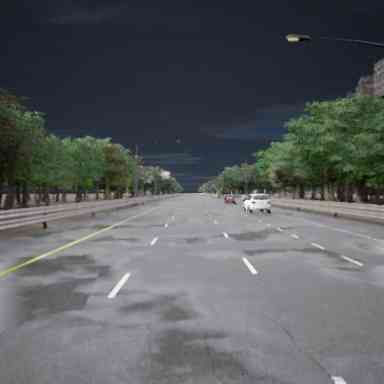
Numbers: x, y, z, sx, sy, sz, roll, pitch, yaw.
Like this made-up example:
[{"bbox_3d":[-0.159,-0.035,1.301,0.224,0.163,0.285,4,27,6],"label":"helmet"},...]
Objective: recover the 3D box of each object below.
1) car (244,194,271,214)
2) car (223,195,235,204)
[{"bbox_3d":[7.032,1.247,36.193,2.150,2.045,5.566,0,0,0],"label":"car"},{"bbox_3d":[7.062,1.567,63.207,1.812,1.442,4.674,0,0,0],"label":"car"}]
